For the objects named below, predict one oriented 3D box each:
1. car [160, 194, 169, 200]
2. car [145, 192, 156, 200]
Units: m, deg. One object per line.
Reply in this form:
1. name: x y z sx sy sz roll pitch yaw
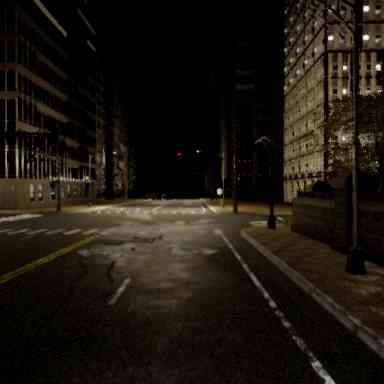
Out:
1. car: -6.598 1.223 78.988 2.128 1.511 4.902 0 0 0
2. car: -9.848 0.924 78.955 2.150 2.045 5.566 0 0 0
